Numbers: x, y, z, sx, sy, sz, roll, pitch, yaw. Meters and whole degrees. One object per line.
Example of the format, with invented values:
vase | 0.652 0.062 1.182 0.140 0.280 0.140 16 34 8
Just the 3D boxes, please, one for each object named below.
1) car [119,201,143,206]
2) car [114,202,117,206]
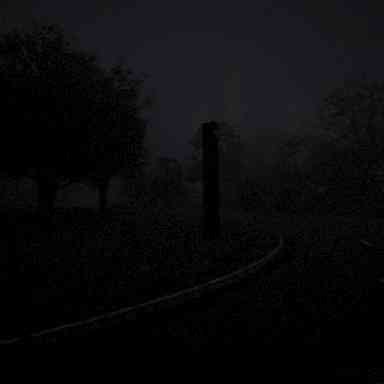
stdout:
car | -14.021 2.813 77.963 4.892 1.521 2.231 -1 -3 -16
car | -17.250 3.455 88.480 5.366 1.575 1.946 -1 -3 -16
